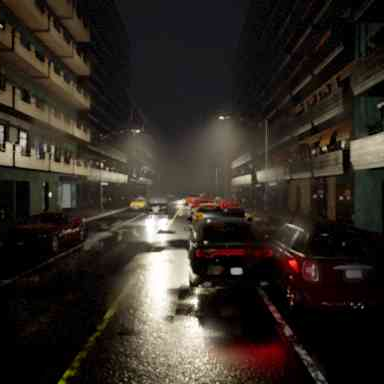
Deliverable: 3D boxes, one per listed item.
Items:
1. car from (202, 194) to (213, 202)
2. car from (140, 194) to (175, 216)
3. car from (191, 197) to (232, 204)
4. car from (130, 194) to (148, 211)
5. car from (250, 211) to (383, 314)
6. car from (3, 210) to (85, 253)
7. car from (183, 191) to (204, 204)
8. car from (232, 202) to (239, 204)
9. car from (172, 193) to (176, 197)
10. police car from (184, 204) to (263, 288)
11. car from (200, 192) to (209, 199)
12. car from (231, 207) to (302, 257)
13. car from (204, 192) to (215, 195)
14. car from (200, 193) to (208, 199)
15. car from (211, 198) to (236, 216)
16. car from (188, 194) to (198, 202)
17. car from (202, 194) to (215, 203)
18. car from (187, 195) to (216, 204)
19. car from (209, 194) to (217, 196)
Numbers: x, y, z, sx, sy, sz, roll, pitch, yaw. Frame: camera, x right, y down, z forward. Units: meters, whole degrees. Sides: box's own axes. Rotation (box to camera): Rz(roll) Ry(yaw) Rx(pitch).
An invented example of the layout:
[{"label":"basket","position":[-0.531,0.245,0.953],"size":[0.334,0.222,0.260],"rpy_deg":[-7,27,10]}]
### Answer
[{"label":"car","position":[2.905,1.111,64.112],"size":[2.008,1.369,4.403],"rpy_deg":[0,0,0]},{"label":"car","position":[-2.995,1.261,30.036],"size":[2.128,1.511,4.902],"rpy_deg":[0,0,0]},{"label":"car","position":[0.964,1.306,19.318],"size":[1.801,1.575,5.366],"rpy_deg":[0,0,0]},{"label":"car","position":[-5.572,1.255,35.687],"size":[1.752,1.417,4.829],"rpy_deg":[0,0,0]},{"label":"car","position":[2.712,1.379,7.494],"size":[1.967,1.590,4.097],"rpy_deg":[0,0,0]},{"label":"car","position":[-5.649,1.441,13.209],"size":[1.887,1.381,4.507],"rpy_deg":[0,0,0]},{"label":"car","position":[0.200,1.012,46.745],"size":[2.097,1.767,4.553],"rpy_deg":[0,0,1]},{"label":"car","position":[2.770,1.356,24.482],"size":[1.887,1.381,4.507],"rpy_deg":[0,0,0]},{"label":"car","position":[-5.418,1.000,80.981],"size":[1.752,1.417,4.829],"rpy_deg":[0,0,0]},{"label":"police car","position":[0.830,1.352,9.218],"size":[1.930,1.638,5.238],"rpy_deg":[0,0,-1]},{"label":"car","position":[2.963,0.914,81.097],"size":[1.967,1.590,4.097],"rpy_deg":[0,0,0]},{"label":"car","position":[2.732,1.421,13.327],"size":[1.752,1.417,4.829],"rpy_deg":[0,0,0]},{"label":"car","position":[2.865,0.939,52.787],"size":[2.192,1.841,5.009],"rpy_deg":[0,0,0]},{"label":"car","position":[2.982,1.015,86.757],"size":[1.947,1.339,4.313],"rpy_deg":[0,0,0]},{"label":"car","position":[2.789,1.313,30.147],"size":[1.887,1.381,4.507],"rpy_deg":[0,0,0]},{"label":"car","position":[0.207,1.104,60.790],"size":[1.812,1.442,4.674],"rpy_deg":[0,0,0]},{"label":"car","position":[2.886,1.143,58.451],"size":[2.008,1.369,4.403],"rpy_deg":[0,0,0]},{"label":"car","position":[0.828,1.286,25.092],"size":[1.882,1.535,5.008],"rpy_deg":[0,0,-3]},{"label":"car","position":[2.809,1.253,35.975],"size":[1.752,1.417,4.829],"rpy_deg":[0,0,0]}]
